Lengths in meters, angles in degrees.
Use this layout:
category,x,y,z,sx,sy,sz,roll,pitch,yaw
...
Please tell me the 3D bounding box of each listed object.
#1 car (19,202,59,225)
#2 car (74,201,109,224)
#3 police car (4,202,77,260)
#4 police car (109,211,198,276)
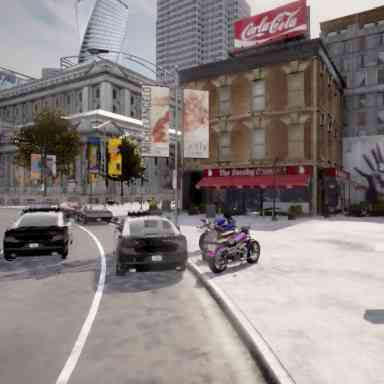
category,x,y,z,sx,sy,sz,roll,pitch,yaw
car,-11.936,1.538,25.706,2.033,1.411,5.357,0,0,-34
car,-7.348,1.590,24.614,1.895,1.301,4.718,0,0,-28
police car,-5.618,1.421,12.687,1.930,1.638,5.238,0,0,-17
police car,-1.526,1.424,10.675,1.930,1.638,5.238,0,0,-15
